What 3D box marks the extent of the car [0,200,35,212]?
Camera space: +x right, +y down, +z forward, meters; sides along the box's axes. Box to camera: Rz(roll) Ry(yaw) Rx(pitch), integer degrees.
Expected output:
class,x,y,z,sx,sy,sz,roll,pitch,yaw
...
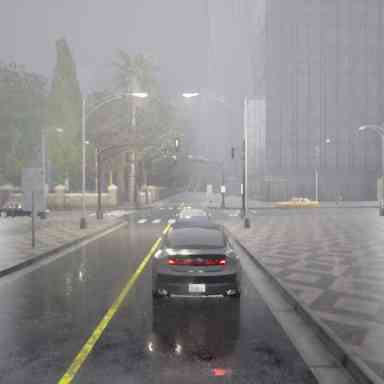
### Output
class,x,y,z,sx,sy,sz,roll,pitch,yaw
car,-20.453,1.584,38.046,4.206,1.307,1.802,0,1,0

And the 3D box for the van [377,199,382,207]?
class,x,y,z,sx,sy,sz,roll,pitch,yaw
van,23.301,0.983,37.822,3.998,1.788,1.690,-1,1,0

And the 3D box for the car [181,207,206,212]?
class,x,y,z,sx,sy,sz,roll,pitch,yaw
car,0.075,1.526,18.206,2.033,1.411,5.357,0,0,1

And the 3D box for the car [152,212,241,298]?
class,x,y,z,sx,sy,sz,roll,pitch,yaw
car,0.093,1.499,8.475,1.837,1.490,4.892,0,0,0

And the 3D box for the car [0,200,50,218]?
class,x,y,z,sx,sy,sz,roll,pitch,yaw
car,-14.960,1.589,29.492,4.403,1.369,2.008,0,1,0

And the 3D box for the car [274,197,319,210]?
class,x,y,z,sx,sy,sz,roll,pitch,yaw
car,11.893,1.289,37.883,4.829,1.417,1.752,-1,1,0
